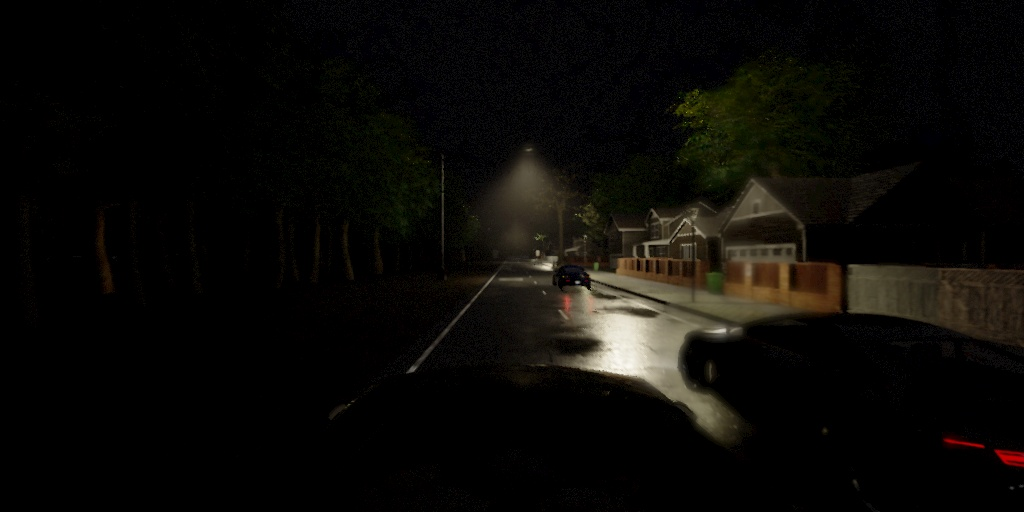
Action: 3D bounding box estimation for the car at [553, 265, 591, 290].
[{"bbox_3d":[3.612,1.267,22.000,1.812,1.442,4.674,0,0,0],"label":"car"}]

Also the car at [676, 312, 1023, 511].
[{"bbox_3d":[3.602,1.314,4.013,1.994,1.385,4.181,0,0,0],"label":"car"}]
